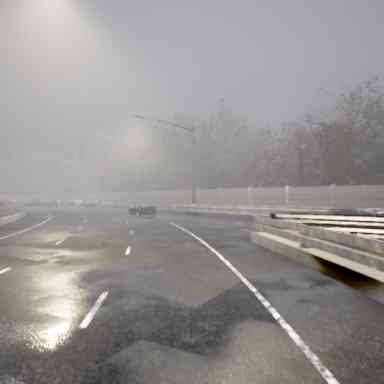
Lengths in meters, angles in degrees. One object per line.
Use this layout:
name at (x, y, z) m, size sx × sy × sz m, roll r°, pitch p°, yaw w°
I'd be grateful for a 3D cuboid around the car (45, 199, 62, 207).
car at (-30.771, 2.309, 72.187) m, size 2.097 × 1.767 × 4.553 m, roll 0°, pitch -1°, yaw -43°

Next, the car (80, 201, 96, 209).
car at (-20.088, 2.425, 64.345) m, size 1.812 × 1.442 × 4.674 m, roll 1°, pitch -1°, yaw -36°

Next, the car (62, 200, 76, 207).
car at (-27.775, 2.515, 74.166) m, size 2.033 × 1.411 × 5.357 m, roll 0°, pitch -1°, yaw -43°

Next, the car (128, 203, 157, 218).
car at (-5.595, 1.947, 37.043) m, size 1.882 × 1.535 × 5.008 m, roll -1°, pitch 0°, yaw -29°

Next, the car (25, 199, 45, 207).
car at (-33.398, 2.297, 69.874) m, size 2.097 × 1.767 × 4.553 m, roll 0°, pitch -1°, yaw -43°

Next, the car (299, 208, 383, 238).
car at (8.580, 1.690, 19.116) m, size 4.892 × 1.490 × 1.837 m, roll -4°, pitch -3°, yaw 43°
